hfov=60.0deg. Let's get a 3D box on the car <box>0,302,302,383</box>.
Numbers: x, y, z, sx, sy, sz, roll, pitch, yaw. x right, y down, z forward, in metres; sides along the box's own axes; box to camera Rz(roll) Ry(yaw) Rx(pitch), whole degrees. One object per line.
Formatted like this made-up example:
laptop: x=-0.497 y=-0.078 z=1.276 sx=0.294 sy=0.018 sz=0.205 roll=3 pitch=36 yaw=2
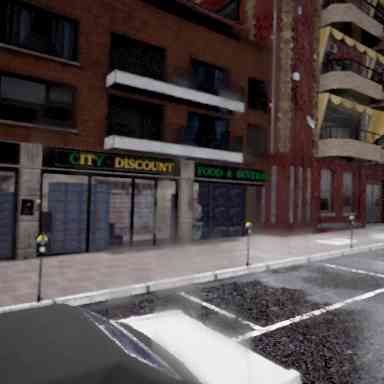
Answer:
car: x=-1.527 y=1.599 z=1.983 sx=4.718 sy=1.301 sz=1.895 roll=1 pitch=0 yaw=-35
